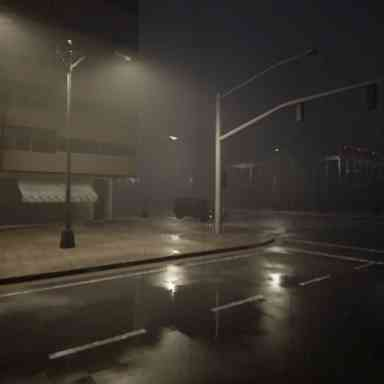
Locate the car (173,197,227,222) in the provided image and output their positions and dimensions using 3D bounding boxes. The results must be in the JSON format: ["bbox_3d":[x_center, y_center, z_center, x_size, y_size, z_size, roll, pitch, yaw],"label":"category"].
[{"bbox_3d":[0.619,1.485,29.258,2.150,2.045,5.566,1,1,-40],"label":"car"}]
